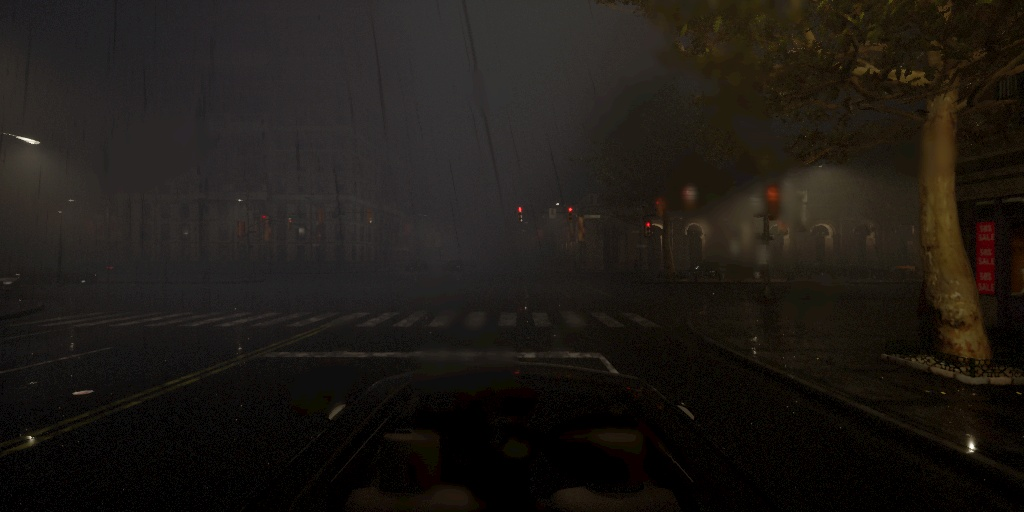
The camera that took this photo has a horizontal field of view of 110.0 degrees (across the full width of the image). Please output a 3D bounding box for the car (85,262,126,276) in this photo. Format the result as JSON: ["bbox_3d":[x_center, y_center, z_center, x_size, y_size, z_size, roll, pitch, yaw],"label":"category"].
[{"bbox_3d":[-40.882,1.276,35.277,4.674,1.442,1.812,0,0,0],"label":"car"}]

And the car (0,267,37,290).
[{"bbox_3d":[-30.498,1.242,20.012,4.902,1.511,2.128,0,0,1],"label":"car"}]

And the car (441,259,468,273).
[{"bbox_3d":[-6.962,1.227,43.782,1.882,1.535,5.008,0,0,0],"label":"car"}]

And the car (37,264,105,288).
[{"bbox_3d":[-30.276,1.351,23.508,4.718,1.301,1.895,0,0,1],"label":"car"}]

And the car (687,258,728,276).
[{"bbox_3d":[19.458,1.102,34.754,4.553,1.767,2.097,0,0,0],"label":"car"}]

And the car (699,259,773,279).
[{"bbox_3d":[19.437,1.255,31.252,4.892,1.490,1.837,0,0,1],"label":"car"}]

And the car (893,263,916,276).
[{"bbox_3d":[39.861,1.228,34.556,5.008,1.535,1.882,0,0,1],"label":"car"}]

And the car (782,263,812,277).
[{"bbox_3d":[29.398,1.351,34.662,4.718,1.301,1.895,0,0,1],"label":"car"}]

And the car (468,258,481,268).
[{"bbox_3d":[-6.893,1.297,59.471,2.033,1.411,5.357,0,0,0],"label":"car"}]

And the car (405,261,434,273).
[{"bbox_3d":[-11.183,1.314,43.535,1.994,1.385,4.181,0,0,13],"label":"car"}]

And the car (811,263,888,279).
[{"bbox_3d":[29.384,1.351,31.162,4.718,1.301,1.895,0,0,1],"label":"car"}]
